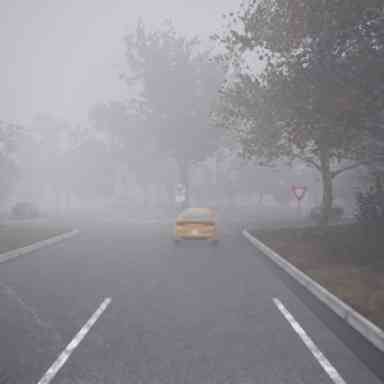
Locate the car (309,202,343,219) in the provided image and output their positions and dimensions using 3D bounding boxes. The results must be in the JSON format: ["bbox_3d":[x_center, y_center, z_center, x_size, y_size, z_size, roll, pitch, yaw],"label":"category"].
[{"bbox_3d":[11.855,1.597,29.268,1.994,1.385,4.181,0,0,37],"label":"car"}]

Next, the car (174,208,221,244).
[{"bbox_3d":[0.330,1.496,16.021,1.882,1.535,5.008,0,0,5],"label":"car"}]

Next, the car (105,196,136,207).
[{"bbox_3d":[-11.016,1.409,50.970,4.553,1.767,2.097,0,0,-32],"label":"car"}]

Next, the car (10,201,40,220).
[{"bbox_3d":[-14.654,1.537,29.057,1.837,1.490,4.892,-2,1,-32],"label":"car"}]
